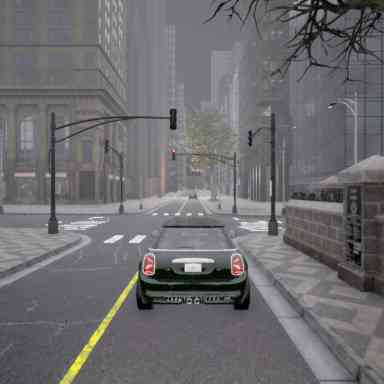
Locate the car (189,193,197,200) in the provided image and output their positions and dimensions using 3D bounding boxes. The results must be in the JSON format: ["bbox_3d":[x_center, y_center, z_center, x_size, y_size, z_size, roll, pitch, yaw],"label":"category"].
[{"bbox_3d":[0.243,0.937,81.241,2.097,1.767,4.553,0,1,0],"label":"car"}]

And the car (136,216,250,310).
[{"bbox_3d":[0.035,1.352,7.982,2.097,1.767,4.553,0,0,0],"label":"car"}]
